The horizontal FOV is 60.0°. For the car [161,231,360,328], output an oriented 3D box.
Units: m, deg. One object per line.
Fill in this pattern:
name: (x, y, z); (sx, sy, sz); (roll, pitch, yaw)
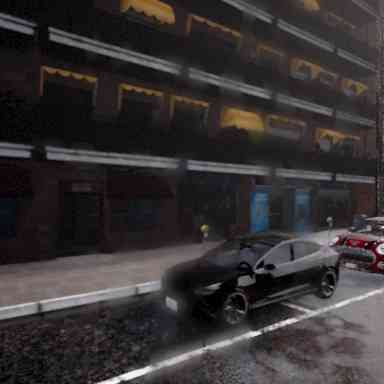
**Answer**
car: (1.429, 1.607, 7.102); (4.313, 1.339, 1.947); (1, 0, -35)

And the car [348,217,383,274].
car: (6.030, 1.526, 10.377); (4.097, 1.590, 1.967); (1, 0, -35)
